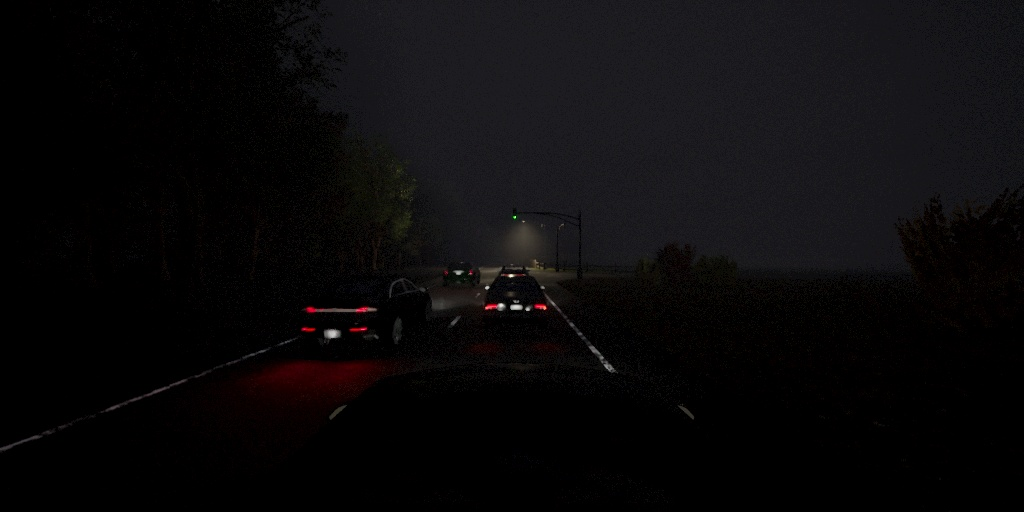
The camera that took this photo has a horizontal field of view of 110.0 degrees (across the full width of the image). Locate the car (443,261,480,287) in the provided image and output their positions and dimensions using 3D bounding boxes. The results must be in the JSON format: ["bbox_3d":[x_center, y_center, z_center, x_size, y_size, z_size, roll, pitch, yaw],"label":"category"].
[{"bbox_3d":[-3.411,1.132,25.015,2.097,1.767,4.553,0,0,0],"label":"car"}]

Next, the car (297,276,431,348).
[{"bbox_3d":[-3.402,1.252,9.206,2.128,1.511,4.902,0,0,0],"label":"car"}]

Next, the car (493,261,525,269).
[{"bbox_3d":[0.102,1.269,22.357,2.128,1.511,4.902,0,0,0],"label":"car"}]

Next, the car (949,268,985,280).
[{"bbox_3d":[50.189,1.935,38.857,4.718,1.301,1.895,1,-1,0],"label":"car"}]

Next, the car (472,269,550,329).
[{"bbox_3d":[0.097,1.310,11.316,2.033,1.411,5.357,0,0,0],"label":"car"}]
